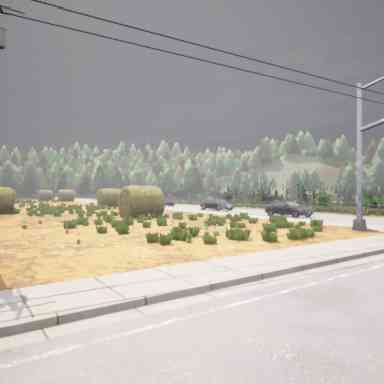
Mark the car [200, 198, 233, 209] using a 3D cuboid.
[{"bbox_3d":[2.803,1.453,38.703,2.128,1.511,4.902,0,0,-33],"label":"car"}]

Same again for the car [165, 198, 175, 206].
[{"bbox_3d":[-4.272,1.524,49.784,1.994,1.385,4.181,0,0,-32],"label":"car"}]

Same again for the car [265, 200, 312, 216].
[{"bbox_3d":[8.556,1.487,29.767,1.812,1.442,4.674,0,0,-33],"label":"car"}]
